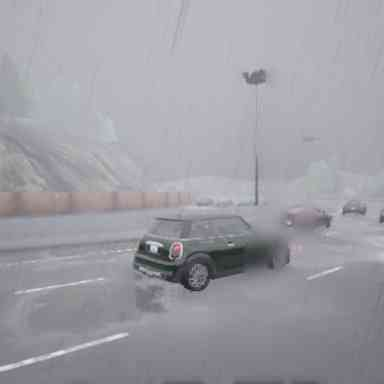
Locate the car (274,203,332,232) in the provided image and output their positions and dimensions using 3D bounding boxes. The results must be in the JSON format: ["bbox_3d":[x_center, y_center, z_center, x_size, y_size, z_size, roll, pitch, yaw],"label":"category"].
[{"bbox_3d":[6.873,1.528,20.045,1.812,1.442,4.674,0,0,42],"label":"car"}]

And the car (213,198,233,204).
[{"bbox_3d":[5.057,1.582,50.630,1.812,1.442,4.674,0,0,20],"label":"car"}]

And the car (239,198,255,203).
[{"bbox_3d":[8.004,1.566,48.543,1.812,1.442,4.674,0,0,21],"label":"car"}]

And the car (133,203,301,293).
[{"bbox_3d":[0.729,1.364,9.235,4.553,1.767,2.097,0,0,-40],"label":"car"}]

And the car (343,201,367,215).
[{"bbox_3d":[16.473,1.545,33.657,1.994,1.385,4.181,0,0,30],"label":"car"}]

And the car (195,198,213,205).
[{"bbox_3d":[2.199,1.620,52.783,2.033,1.411,5.357,0,0,20],"label":"car"}]

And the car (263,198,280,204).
[{"bbox_3d":[11.470,1.589,47.906,1.994,1.385,4.181,0,0,21],"label":"car"}]

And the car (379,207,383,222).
[{"bbox_3d":[15.365,1.521,25.125,2.033,1.411,5.357,0,0,34],"label":"car"}]
